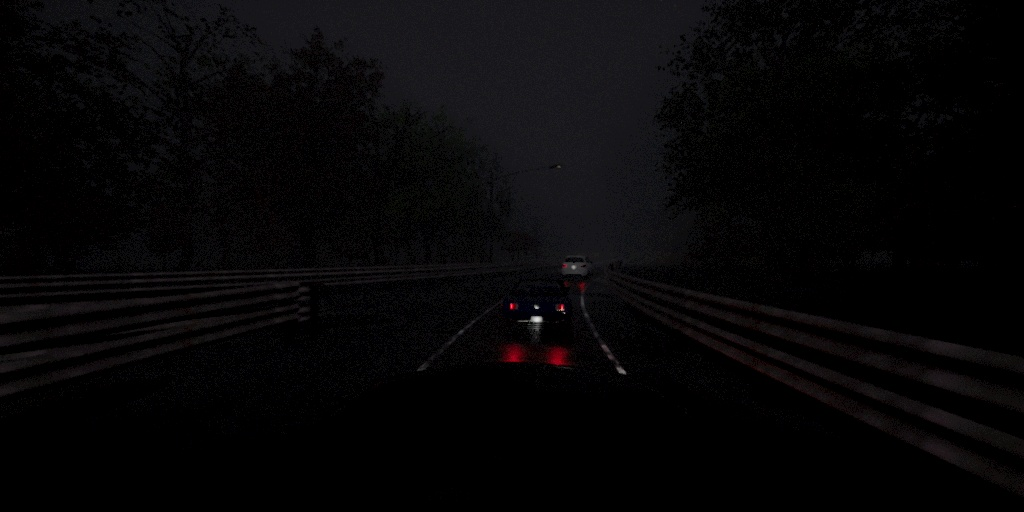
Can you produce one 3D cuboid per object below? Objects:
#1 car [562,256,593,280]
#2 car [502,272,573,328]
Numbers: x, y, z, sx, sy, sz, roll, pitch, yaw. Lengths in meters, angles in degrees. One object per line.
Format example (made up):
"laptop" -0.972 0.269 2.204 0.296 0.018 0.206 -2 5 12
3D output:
"car" 5.949 0.993 32.217 2.150 2.045 5.566 0 0 18
"car" 0.935 1.360 11.557 1.895 1.301 4.718 0 0 7
